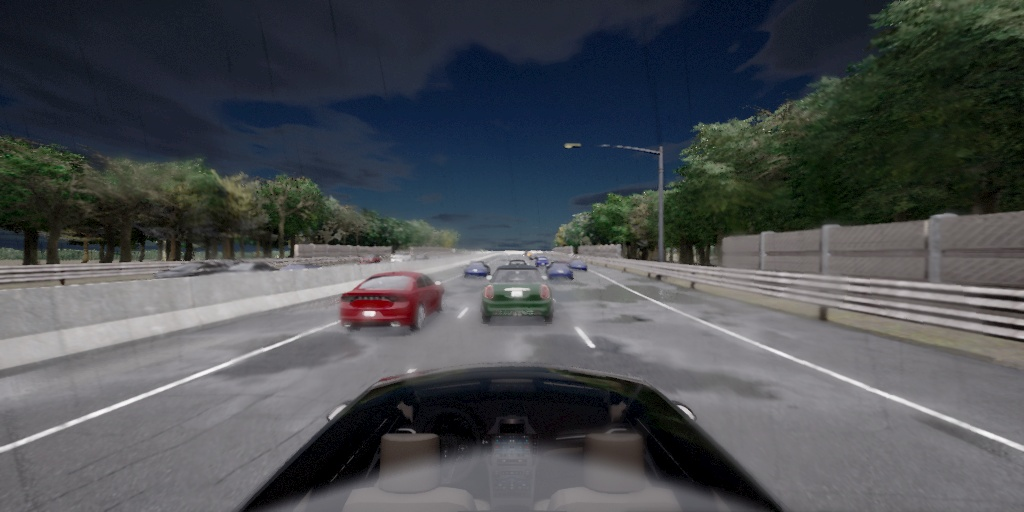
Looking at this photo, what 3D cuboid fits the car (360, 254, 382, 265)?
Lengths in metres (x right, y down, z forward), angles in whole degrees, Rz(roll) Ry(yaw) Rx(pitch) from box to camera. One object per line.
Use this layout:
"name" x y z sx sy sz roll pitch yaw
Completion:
"car" -23.547 0.541 59.916 2.097 1.767 4.553 0 1 2

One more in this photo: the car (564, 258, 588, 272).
"car" 7.464 1.044 41.268 1.994 1.385 4.181 0 1 3

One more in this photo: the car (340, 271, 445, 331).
"car" -3.344 1.206 10.962 1.882 1.535 5.008 0 0 0

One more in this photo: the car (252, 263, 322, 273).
"car" -13.879 1.216 23.459 2.033 1.411 5.357 0 0 1

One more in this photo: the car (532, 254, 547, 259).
"car" 4.309 0.850 51.462 1.812 1.442 4.674 0 1 1

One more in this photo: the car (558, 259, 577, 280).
"car" 3.852 1.176 29.735 1.994 1.385 4.181 0 1 1

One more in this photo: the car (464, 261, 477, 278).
"car" -3.005 1.158 31.806 1.994 1.385 4.181 0 1 1

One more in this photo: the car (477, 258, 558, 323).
"car" 0.169 1.075 12.186 2.097 1.767 4.553 0 0 1

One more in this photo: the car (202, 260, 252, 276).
"car" -17.371 1.194 23.676 1.812 1.442 4.674 0 0 1

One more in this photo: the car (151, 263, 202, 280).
"car" -20.871 1.174 23.723 1.837 1.490 4.892 0 0 1
